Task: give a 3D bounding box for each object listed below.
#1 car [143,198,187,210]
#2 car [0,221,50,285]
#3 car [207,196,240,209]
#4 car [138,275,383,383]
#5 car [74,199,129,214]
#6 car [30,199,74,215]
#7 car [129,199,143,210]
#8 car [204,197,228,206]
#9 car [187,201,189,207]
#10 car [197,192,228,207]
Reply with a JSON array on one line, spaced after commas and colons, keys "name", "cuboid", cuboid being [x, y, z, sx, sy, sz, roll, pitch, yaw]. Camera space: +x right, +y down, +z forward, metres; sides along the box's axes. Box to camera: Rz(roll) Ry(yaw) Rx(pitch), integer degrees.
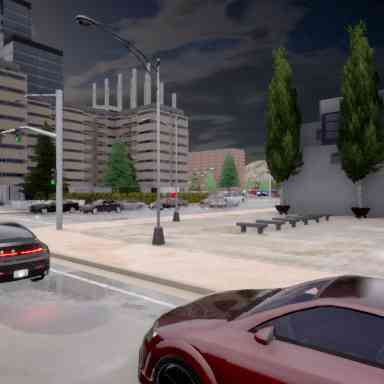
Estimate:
[{"name": "car", "cuboid": [-3.365, 1.491, 42.281, 2.128, 1.511, 4.902, 0, 0, 40]}, {"name": "car", "cuboid": [-5.535, 1.505, 8.714, 4.892, 1.490, 1.837, 0, 0, 40]}, {"name": "car", "cuboid": [4.673, 1.601, 46.051, 1.895, 1.301, 4.718, 0, 0, 40]}, {"name": "car", "cuboid": [1.446, 1.564, 3.208, 4.181, 1.385, 1.994, 0, 0, 37]}, {"name": "car", "cuboid": [-9.446, 1.505, 35.102, 1.837, 1.490, 4.892, 0, 0, 40]}, {"name": "car", "cuboid": [-14.302, 1.478, 34.783, 1.882, 1.535, 5.008, 0, 0, 40]}, {"name": "car", "cuboid": [-8.268, 1.601, 41.909, 1.895, 1.301, 4.718, 0, 0, 40]}, {"name": "car", "cuboid": [4.072, 1.564, 56.426, 1.994, 1.385, 4.181, 0, 0, 41]}, {"name": "car", "cuboid": [-2.402, 1.564, 48.825, 1.994, 1.385, 4.181, 0, 0, 41]}, {"name": "car", "cuboid": [3.035, 1.352, 49.817, 2.097, 1.767, 4.553, 0, 0, 40]}]
